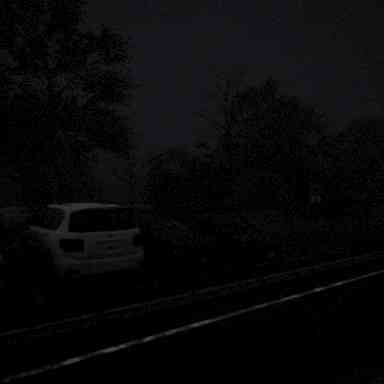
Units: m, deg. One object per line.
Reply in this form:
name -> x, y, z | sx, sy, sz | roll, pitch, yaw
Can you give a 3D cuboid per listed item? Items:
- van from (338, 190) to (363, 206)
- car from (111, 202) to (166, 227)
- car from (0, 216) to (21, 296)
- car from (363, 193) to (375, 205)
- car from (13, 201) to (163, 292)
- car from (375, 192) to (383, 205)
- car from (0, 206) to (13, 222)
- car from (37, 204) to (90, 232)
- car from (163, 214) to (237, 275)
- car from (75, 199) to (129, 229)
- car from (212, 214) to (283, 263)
van -> 17.923, 0.685, 40.706 | 1.878, 1.987, 4.442 | 0, 1, -35
car -> -4.153, 1.590, 25.001 | 2.097, 1.535, 5.008 | 0, 0, -35
car -> -5.713, 1.551, 8.144 | 1.946, 1.575, 5.366 | 0, 0, -35
car -> 20.037, 0.939, 42.349 | 2.002, 1.452, 4.674 | 0, 0, -35
car -> -3.351, 1.313, 9.613 | 2.435, 2.045, 5.566 | 0, 0, -35
car -> 22.316, 0.929, 43.949 | 2.002, 1.452, 4.674 | 0, 0, -35
car -> -10.850, 1.598, 20.292 | 2.002, 1.452, 4.674 | 0, 0, -35
car -> -8.569, 1.598, 21.864 | 2.163, 1.488, 4.792 | 0, 0, -35
car -> -1.068, 1.575, 11.191 | 2.097, 1.535, 5.008 | 0, 0, -35
car -> -6.440, 1.454, 23.436 | 2.185, 1.767, 4.553 | 0, 0, -35
car -> 1.222, 1.615, 12.760 | 2.163, 1.488, 4.792 | 0, 0, -35
